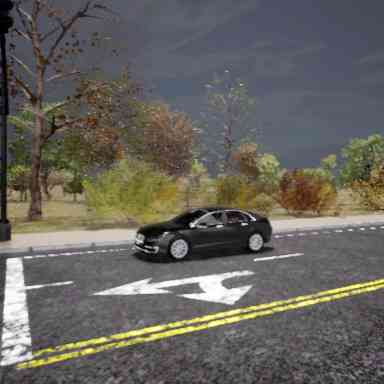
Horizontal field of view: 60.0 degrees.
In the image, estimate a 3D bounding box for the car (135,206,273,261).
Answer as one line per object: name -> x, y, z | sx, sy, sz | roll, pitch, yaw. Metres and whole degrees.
car -> 0.501, 1.270, 11.266 | 4.892, 1.490, 1.837 | 0, 2, -29
